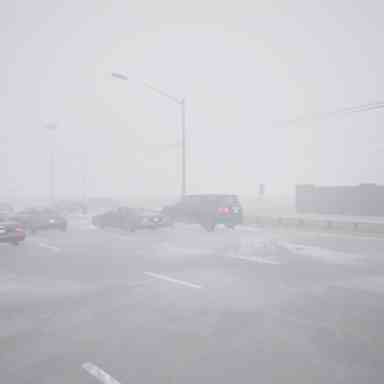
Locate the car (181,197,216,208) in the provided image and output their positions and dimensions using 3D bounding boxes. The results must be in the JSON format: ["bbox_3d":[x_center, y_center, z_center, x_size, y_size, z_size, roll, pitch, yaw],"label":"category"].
[{"bbox_3d":[0.859,1.343,43.349,4.181,1.385,1.994,0,0,-18],"label":"car"}]

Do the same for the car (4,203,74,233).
[{"bbox_3d":[-8.834,1.503,19.006,4.181,1.385,1.994,0,0,44],"label":"car"}]

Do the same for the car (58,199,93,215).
[{"bbox_3d":[-11.689,1.394,31.534,4.892,1.490,1.837,0,0,44],"label":"car"}]

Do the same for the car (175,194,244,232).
[{"bbox_3d":[0.447,1.119,19.746,5.566,2.045,2.150,0,0,44],"label":"car"}]

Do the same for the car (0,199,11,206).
[{"bbox_3d":[-20.284,1.433,34.987,4.674,1.442,1.812,0,0,44],"label":"car"}]

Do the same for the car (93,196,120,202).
[{"bbox_3d":[-11.494,1.342,41.800,4.892,1.490,1.837,0,0,1],"label":"car"}]

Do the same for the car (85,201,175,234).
[{"bbox_3d":[-3.646,1.466,18.845,5.357,1.411,2.033,0,0,44],"label":"car"}]

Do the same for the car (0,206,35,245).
[{"bbox_3d":[-8.860,1.511,14.153,5.357,1.411,2.033,0,0,44],"label":"car"}]
